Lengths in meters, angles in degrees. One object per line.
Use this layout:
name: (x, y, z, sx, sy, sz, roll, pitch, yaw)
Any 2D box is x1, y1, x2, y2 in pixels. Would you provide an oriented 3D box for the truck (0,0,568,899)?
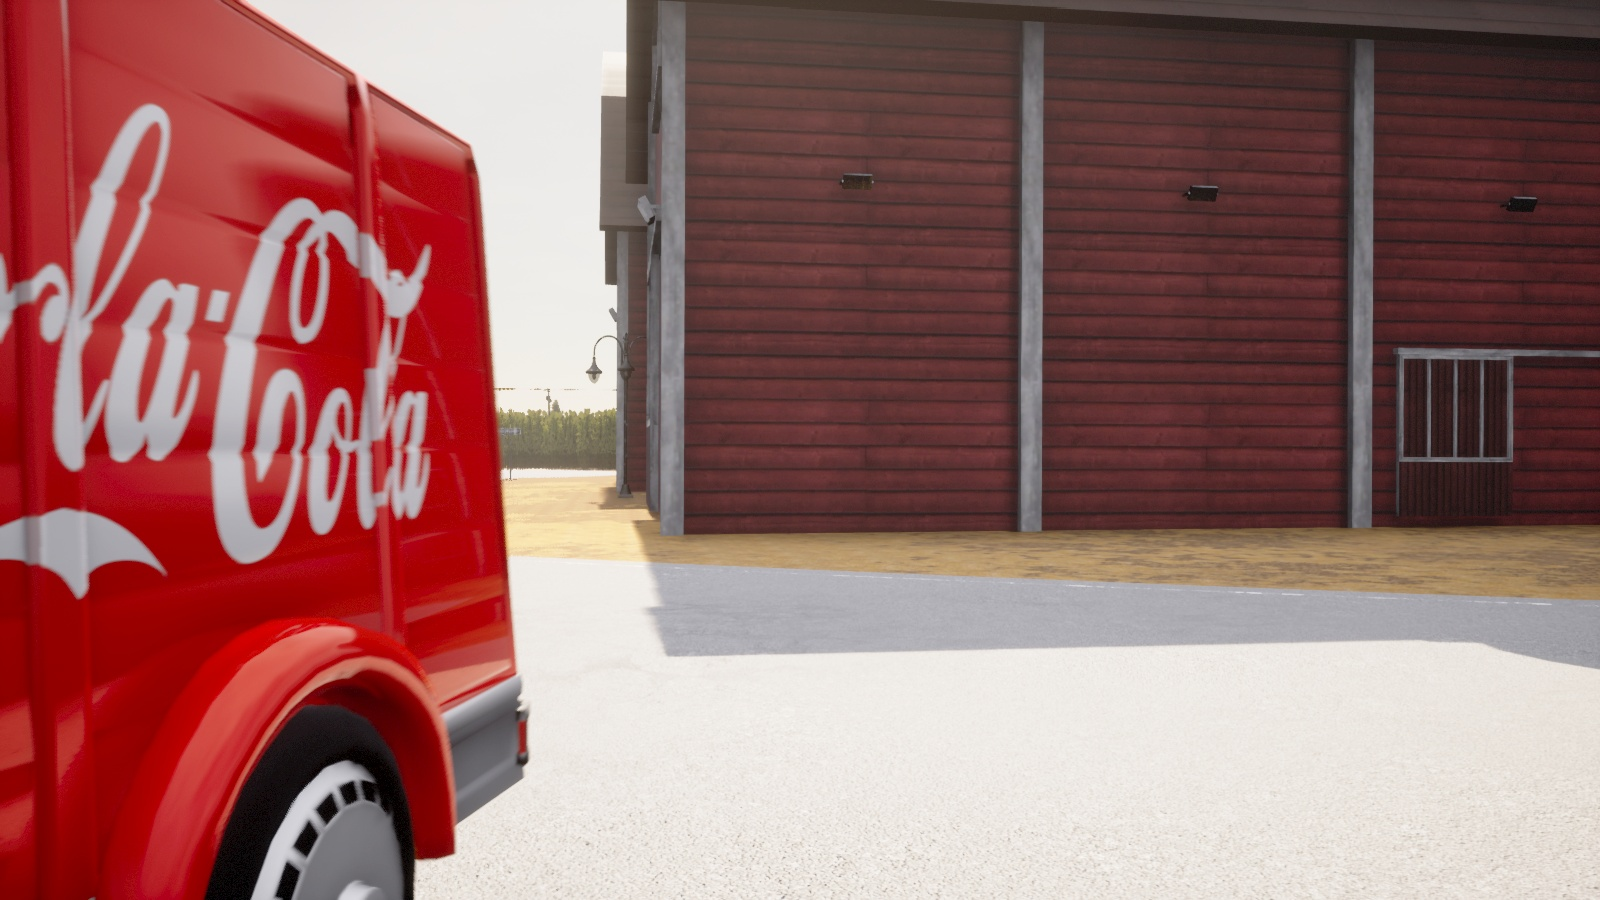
truck: (-2.329, 0.238, 1.443, 2.627, 2.467, 5.204, 0, 1, 7)
